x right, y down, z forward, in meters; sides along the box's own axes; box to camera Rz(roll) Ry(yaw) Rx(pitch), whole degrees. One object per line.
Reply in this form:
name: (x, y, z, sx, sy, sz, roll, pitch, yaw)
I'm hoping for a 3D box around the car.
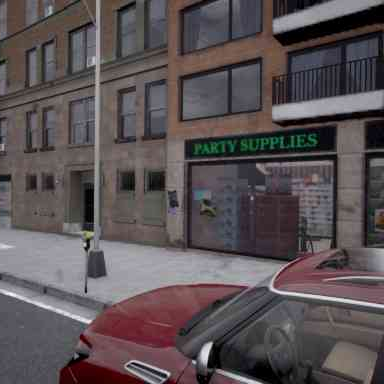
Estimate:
car: (1.282, 1.315, 2.152, 5.009, 1.841, 2.192, 0, 1, 35)
